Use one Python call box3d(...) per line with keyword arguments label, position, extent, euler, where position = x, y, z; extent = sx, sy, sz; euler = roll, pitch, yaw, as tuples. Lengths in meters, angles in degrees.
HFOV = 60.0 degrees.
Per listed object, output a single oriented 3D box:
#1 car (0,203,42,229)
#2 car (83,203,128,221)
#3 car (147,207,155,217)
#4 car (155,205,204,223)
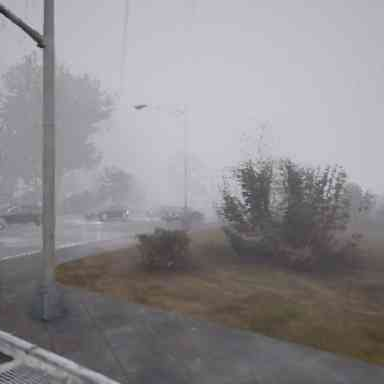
box3d(label="car", position=(-11.590, 1.484, 21.661), extent=(2.128, 1.511, 4.902), euler=(0, -1, 24))
box3d(label="car", position=(-7.736, 1.796, 30.293), extent=(1.837, 1.490, 4.892), euler=(0, -2, 24))
box3d(label="car", position=(-3.547, 2.265, 39.673), extent=(2.128, 1.511, 4.902), euler=(0, -3, 24))
box3d(label="car", position=(-0.704, 1.936, 28.423), extent=(2.033, 1.411, 5.357), euler=(0, -2, 24))
